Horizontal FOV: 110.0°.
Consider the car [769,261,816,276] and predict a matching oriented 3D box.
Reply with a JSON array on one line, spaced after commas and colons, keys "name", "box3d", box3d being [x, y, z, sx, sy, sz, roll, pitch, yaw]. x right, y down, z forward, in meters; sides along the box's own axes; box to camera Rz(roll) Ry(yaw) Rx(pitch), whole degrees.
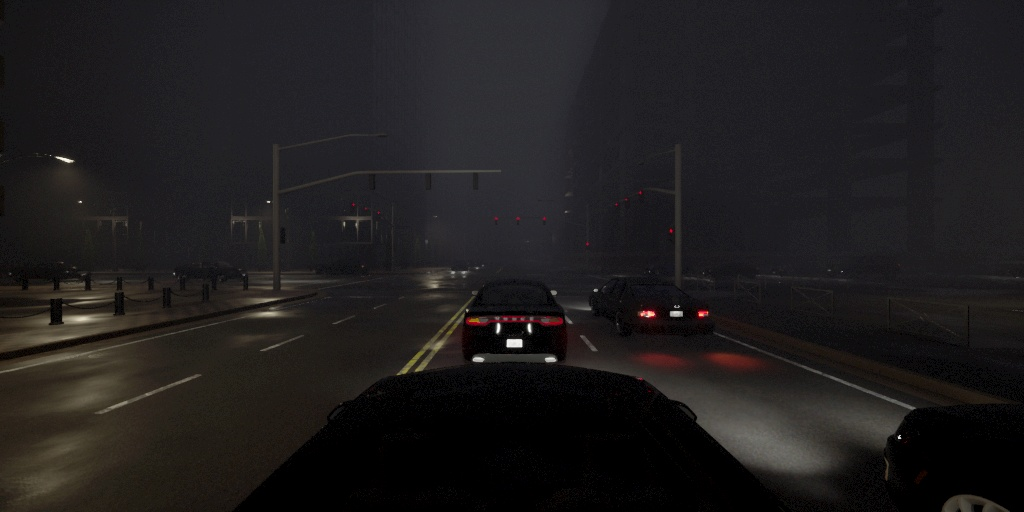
[{"name": "car", "box3d": [28.287, 1.241, 35.069, 5.357, 1.411, 2.033, 0, 0, 0]}]

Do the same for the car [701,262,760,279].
[{"name": "car", "box3d": [19.155, 1.220, 31.518, 4.674, 1.442, 1.812, 0, 0, 0]}]

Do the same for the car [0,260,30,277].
[{"name": "car", "box3d": [-50.460, 1.172, 34.749, 5.008, 1.535, 1.882, 0, 0, 1]}]

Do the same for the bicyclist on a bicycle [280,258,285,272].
[{"name": "bicyclist on a bicycle", "box3d": [-25.407, 0.995, 39.350, 0.582, 1.620, 1.656, 0, 0, 0]}]

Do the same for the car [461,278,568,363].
[{"name": "car", "box3d": [0.055, 1.228, 8.139, 1.882, 1.535, 5.008, 0, 0, 0]}]

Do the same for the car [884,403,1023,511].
[{"name": "car", "box3d": [3.600, 1.255, 0.525, 1.837, 1.490, 4.892, 0, 0, 0]}]

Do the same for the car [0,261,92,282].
[{"name": "car", "box3d": [-35.230, 1.187, 27.457, 4.902, 1.511, 2.128, 0, 0, 1]}]

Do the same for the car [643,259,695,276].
[{"name": "car", "box3d": [15.231, 1.046, 35.046, 4.553, 1.767, 2.097, 0, 0, 0]}]

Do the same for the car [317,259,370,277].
[{"name": "car", "box3d": [-16.223, 1.045, 34.571, 4.553, 1.767, 2.097, 0, 0, -5]}]

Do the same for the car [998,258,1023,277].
[{"name": "car", "box3d": [46.849, 1.172, 31.572, 5.008, 1.535, 1.882, 0, 0, 0]}]

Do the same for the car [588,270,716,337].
[{"name": "car", "box3d": [3.571, 1.297, 10.262, 2.033, 1.411, 5.357, 0, 0, 0]}]

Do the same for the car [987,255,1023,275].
[{"name": "car", "box3d": [50.715, 0.903, 35.045, 5.566, 2.045, 2.150, 0, 0, 0]}]

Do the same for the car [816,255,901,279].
[{"name": "car", "box3d": [30.718, 0.918, 31.576, 5.566, 2.045, 2.150, 0, 0, 0]}]

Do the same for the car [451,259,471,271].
[{"name": "car", "box3d": [-7.091, 1.275, 48.968, 1.812, 1.442, 4.674, 0, 0, 0]}]

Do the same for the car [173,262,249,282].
[{"name": "car", "box3d": [-22.923, 1.186, 27.390, 4.902, 1.511, 2.128, 0, 0, 0]}]
